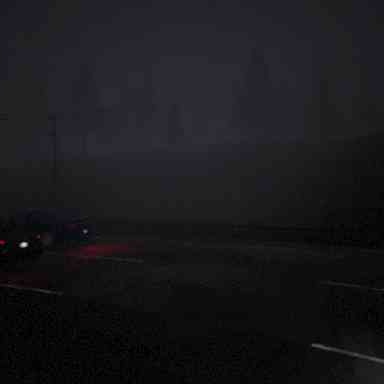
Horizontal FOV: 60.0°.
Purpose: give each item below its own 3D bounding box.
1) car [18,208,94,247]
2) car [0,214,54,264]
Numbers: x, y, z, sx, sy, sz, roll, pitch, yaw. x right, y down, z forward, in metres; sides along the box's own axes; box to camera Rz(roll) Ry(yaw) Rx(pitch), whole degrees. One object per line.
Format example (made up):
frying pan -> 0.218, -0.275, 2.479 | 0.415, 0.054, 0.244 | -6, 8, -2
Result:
car -> -6.638, 1.456, 14.329 | 5.008, 1.535, 1.882 | 0, 0, 20
car -> -6.905, 1.564, 10.663 | 4.181, 1.385, 1.994 | 0, 0, 21
